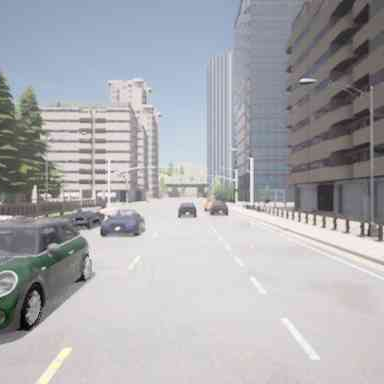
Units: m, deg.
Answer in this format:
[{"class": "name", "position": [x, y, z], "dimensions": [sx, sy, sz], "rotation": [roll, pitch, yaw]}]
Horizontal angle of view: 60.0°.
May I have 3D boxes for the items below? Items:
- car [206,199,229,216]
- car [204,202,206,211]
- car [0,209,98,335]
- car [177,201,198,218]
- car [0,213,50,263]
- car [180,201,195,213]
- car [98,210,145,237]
[{"class": "car", "position": [2.960, 1.801, 36.960], "dimensions": [1.837, 1.490, 4.892], "rotation": [0, 0, -1]}, {"class": "car", "position": [2.777, 1.721, 46.095], "dimensions": [2.097, 1.767, 4.553], "rotation": [0, 0, 0]}, {"class": "car", "position": [-3.696, 1.409, 6.939], "dimensions": [2.097, 1.767, 4.553], "rotation": [0, 0, -1]}, {"class": "car", "position": [-0.463, 1.776, 33.726], "dimensions": [1.837, 1.490, 4.892], "rotation": [0, 0, -1]}, {"class": "car", "position": [-7.281, 1.630, 12.680], "dimensions": [1.812, 1.442, 4.674], "rotation": [0, -1, -1]}, {"class": "car", "position": [-0.633, 1.872, 43.150], "dimensions": [1.812, 1.442, 4.674], "rotation": [0, 0, -1]}, {"class": "car", "position": [-3.865, 1.719, 19.163], "dimensions": [1.994, 1.385, 4.181], "rotation": [0, 0, -1]}]
